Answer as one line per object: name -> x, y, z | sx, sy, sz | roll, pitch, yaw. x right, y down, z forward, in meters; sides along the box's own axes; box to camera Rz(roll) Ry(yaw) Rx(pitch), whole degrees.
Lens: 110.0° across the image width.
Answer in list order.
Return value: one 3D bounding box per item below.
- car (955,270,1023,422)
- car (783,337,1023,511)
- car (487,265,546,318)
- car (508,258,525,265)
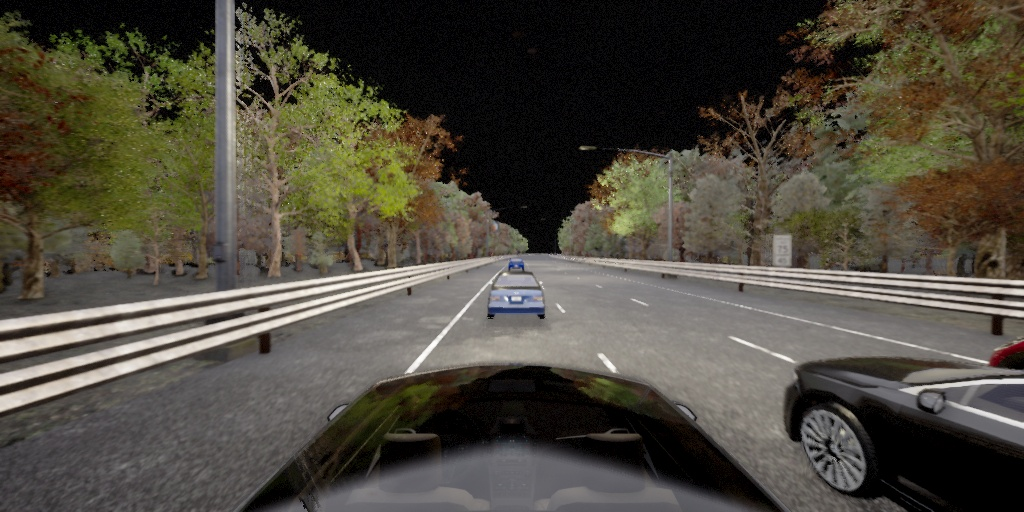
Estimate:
car -> 7.106, 1.099, 2.622 | 2.097, 1.767, 4.553 | 0, 0, 0
car -> 3.605, 1.242, 1.561 | 2.128, 1.511, 4.902 | 0, 0, 0
car -> 0.139, 1.231, 12.582 | 2.033, 1.411, 5.357 | 0, 0, 0
car -> 0.543, 0.970, 43.640 | 1.882, 1.535, 5.008 | 0, 0, 1
